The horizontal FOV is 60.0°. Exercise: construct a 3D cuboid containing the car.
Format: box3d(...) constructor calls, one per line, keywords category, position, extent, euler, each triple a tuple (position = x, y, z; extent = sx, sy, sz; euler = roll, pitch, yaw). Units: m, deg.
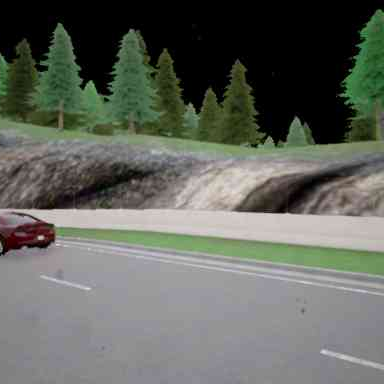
box3d(category="car", position=(-7.718, 1.524, 13.324), extent=(5.008, 1.535, 1.882), euler=(0, -1, 28))
